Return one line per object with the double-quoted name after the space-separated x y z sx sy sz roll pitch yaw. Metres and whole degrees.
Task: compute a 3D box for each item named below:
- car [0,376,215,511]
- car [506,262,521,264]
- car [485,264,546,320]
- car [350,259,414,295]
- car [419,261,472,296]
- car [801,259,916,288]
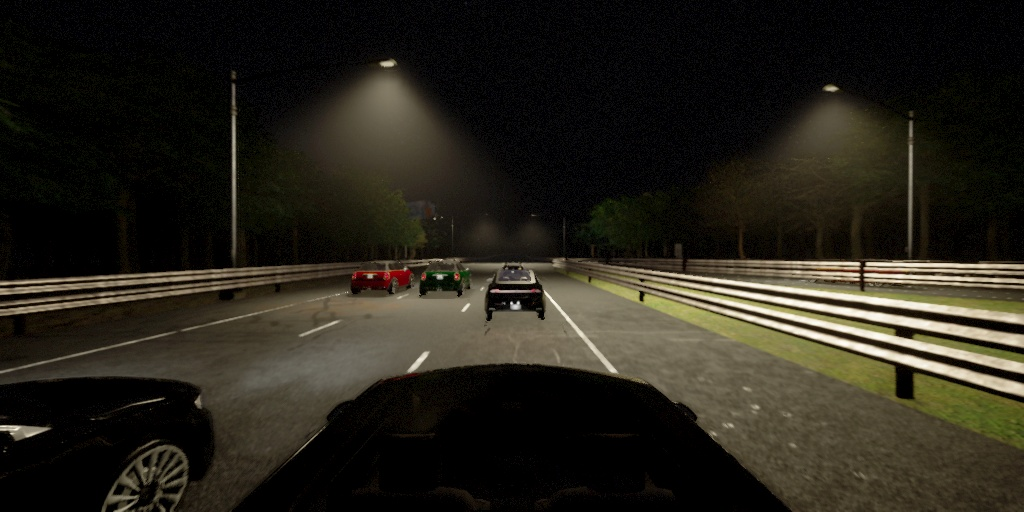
-3.401 1.242 0.988 2.128 1.511 4.902 0 0 0 "car"
0.114 1.215 35.327 1.895 1.301 4.718 0 0 0 "car"
0.104 1.205 12.549 2.128 1.511 4.902 0 0 0 "car"
-6.893 1.029 19.527 2.097 1.767 4.553 0 0 0 "car"
-3.393 1.031 19.023 2.097 1.767 4.553 0 0 0 "car"
18.986 0.885 19.946 2.163 1.488 4.792 0 0 -18 "car"
